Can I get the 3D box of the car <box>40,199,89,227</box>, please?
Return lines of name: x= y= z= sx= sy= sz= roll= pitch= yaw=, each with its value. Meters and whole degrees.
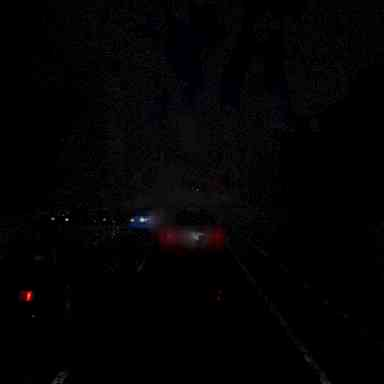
car: x=-9.849 y=1.569 z=26.315 sx=2.150 sy=2.045 sz=5.566 roll=0 pitch=-1 yaw=0

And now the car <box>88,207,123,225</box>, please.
car: x=-6.599 y=1.919 z=27.061 sx=1.994 sy=1.385 sz=4.181 roll=0 pitch=-1 yaw=0

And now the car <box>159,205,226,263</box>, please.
car: x=0.084 y=1.530 z=12.878 sx=2.097 sy=1.767 sz=4.553 roll=0 pitch=-1 yaw=0

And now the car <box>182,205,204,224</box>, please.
car: x=0.090 y=1.905 z=29.367 sx=1.812 sy=1.442 sz=4.674 roll=0 pitch=-1 yaw=0

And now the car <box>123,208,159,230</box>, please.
car: x=-3.181 y=1.864 z=23.726 sx=2.033 sy=1.411 sz=5.357 roll=0 pitch=-1 yaw=0

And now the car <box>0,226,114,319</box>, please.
car: x=-3.188 y=1.703 z=7.530 sx=1.895 sy=1.301 sz=4.718 roll=0 pitch=-1 yaw=1
